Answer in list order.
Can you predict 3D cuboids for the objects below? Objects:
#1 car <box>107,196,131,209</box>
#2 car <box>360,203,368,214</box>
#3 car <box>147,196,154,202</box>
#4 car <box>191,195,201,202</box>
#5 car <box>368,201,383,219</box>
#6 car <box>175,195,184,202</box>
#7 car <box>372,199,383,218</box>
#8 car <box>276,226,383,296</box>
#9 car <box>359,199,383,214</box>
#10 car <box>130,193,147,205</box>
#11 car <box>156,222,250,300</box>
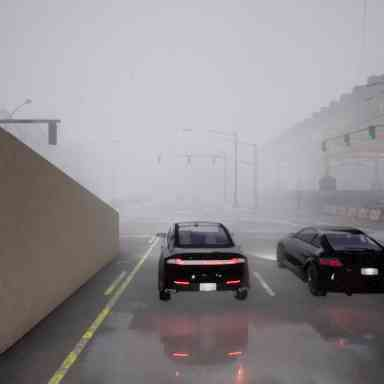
[{"bbox_3d":[-10.344,1.547,46.022,2.033,1.411,5.357,0,0,2],"label":"car"},{"bbox_3d":[17.553,1.452,31.427,4.974,1.542,2.038,0,0,-45],"label":"car"},{"bbox_3d":[-9.560,1.551,73.094,1.994,1.385,4.181,0,0,1],"label":"car"},{"bbox_3d":[0.864,1.353,69.974,2.033,1.411,5.357,0,0,1],"label":"car"},{"bbox_3d":[17.446,1.452,26.820,2.038,1.542,4.974,0,0,-35],"label":"car"},{"bbox_3d":[-2.635,1.353,70.063,2.033,1.411,5.357,0,0,1],"label":"car"},{"bbox_3d":[17.476,1.295,26.778,1.853,1.218,4.536,0,0,-35],"label":"car"},{"bbox_3d":[3.575,1.564,8.676,1.994,1.385,4.181,0,0,0],"label":"car"},{"bbox_3d":[17.590,1.294,31.464,4.536,1.218,1.853,0,0,-45],"label":"car"},{"bbox_3d":[-9.996,1.212,58.893,2.150,2.045,5.566,0,1,2],"label":"car"},{"bbox_3d":[0.137,1.491,8.393,2.128,1.511,4.902,0,0,-4],"label":"car"}]
